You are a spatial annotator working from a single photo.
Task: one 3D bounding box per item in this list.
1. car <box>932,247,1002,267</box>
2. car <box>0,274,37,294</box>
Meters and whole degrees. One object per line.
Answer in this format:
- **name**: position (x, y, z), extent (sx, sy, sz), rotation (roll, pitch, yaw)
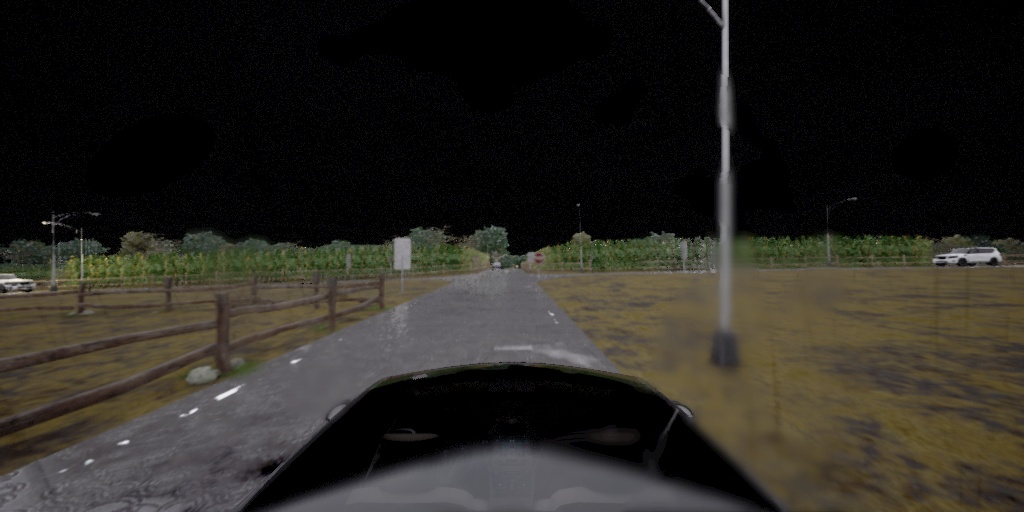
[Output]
- **car**: position (49.069, 0.110, 38.710), extent (5.566, 2.045, 2.150), rotation (-1, -1, 0)
- **car**: position (-51.870, 2.824, 36.227), extent (5.566, 2.045, 2.150), rotation (-2, -1, 0)
